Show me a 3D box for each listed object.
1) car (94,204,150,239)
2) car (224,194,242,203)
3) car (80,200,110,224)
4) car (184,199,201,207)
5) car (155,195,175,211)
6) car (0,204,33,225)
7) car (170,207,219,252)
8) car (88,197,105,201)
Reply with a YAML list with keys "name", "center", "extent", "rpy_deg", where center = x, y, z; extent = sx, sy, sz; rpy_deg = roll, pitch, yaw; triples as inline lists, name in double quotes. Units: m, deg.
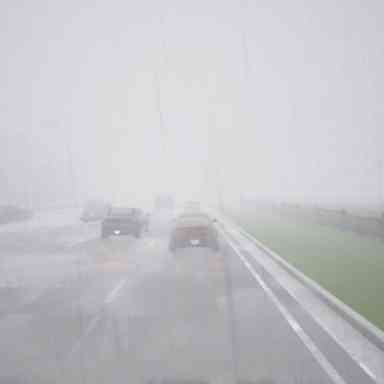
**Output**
- name: "car"
  center: [-3.409, 1.555, 17.543]
  extent: [1.837, 1.490, 4.892]
  rpy_deg: [0, 0, 0]
- name: "car"
  center: [8.884, 1.417, 72.188]
  extent: [3.866, 1.878, 1.905]
  rpy_deg: [0, 0, 0]
- name: "car"
  center: [-6.913, 1.619, 25.493]
  extent: [2.033, 1.411, 5.357]
  rpy_deg: [0, 0, 0]
- name: "car"
  center: [0.080, 1.559, 36.518]
  extent: [1.801, 1.575, 5.366]
  rpy_deg: [0, 0, 0]
- name: "car"
  center: [-3.420, 1.343, 42.727]
  extent: [2.150, 2.045, 5.566]
  rpy_deg: [0, 0, 0]
- name: "car"
  center: [-13.914, 1.617, 24.742]
  extent: [2.033, 1.411, 5.357]
  rpy_deg: [0, 0, 0]
- name: "car"
  center: [0.094, 1.565, 13.900]
  extent: [1.812, 1.442, 4.674]
  rpy_deg: [0, 0, 0]
- name: "car"
  center: [-10.419, 1.455, 36.936]
  extent: [2.097, 1.767, 4.553]
  rpy_deg: [0, 0, 0]
